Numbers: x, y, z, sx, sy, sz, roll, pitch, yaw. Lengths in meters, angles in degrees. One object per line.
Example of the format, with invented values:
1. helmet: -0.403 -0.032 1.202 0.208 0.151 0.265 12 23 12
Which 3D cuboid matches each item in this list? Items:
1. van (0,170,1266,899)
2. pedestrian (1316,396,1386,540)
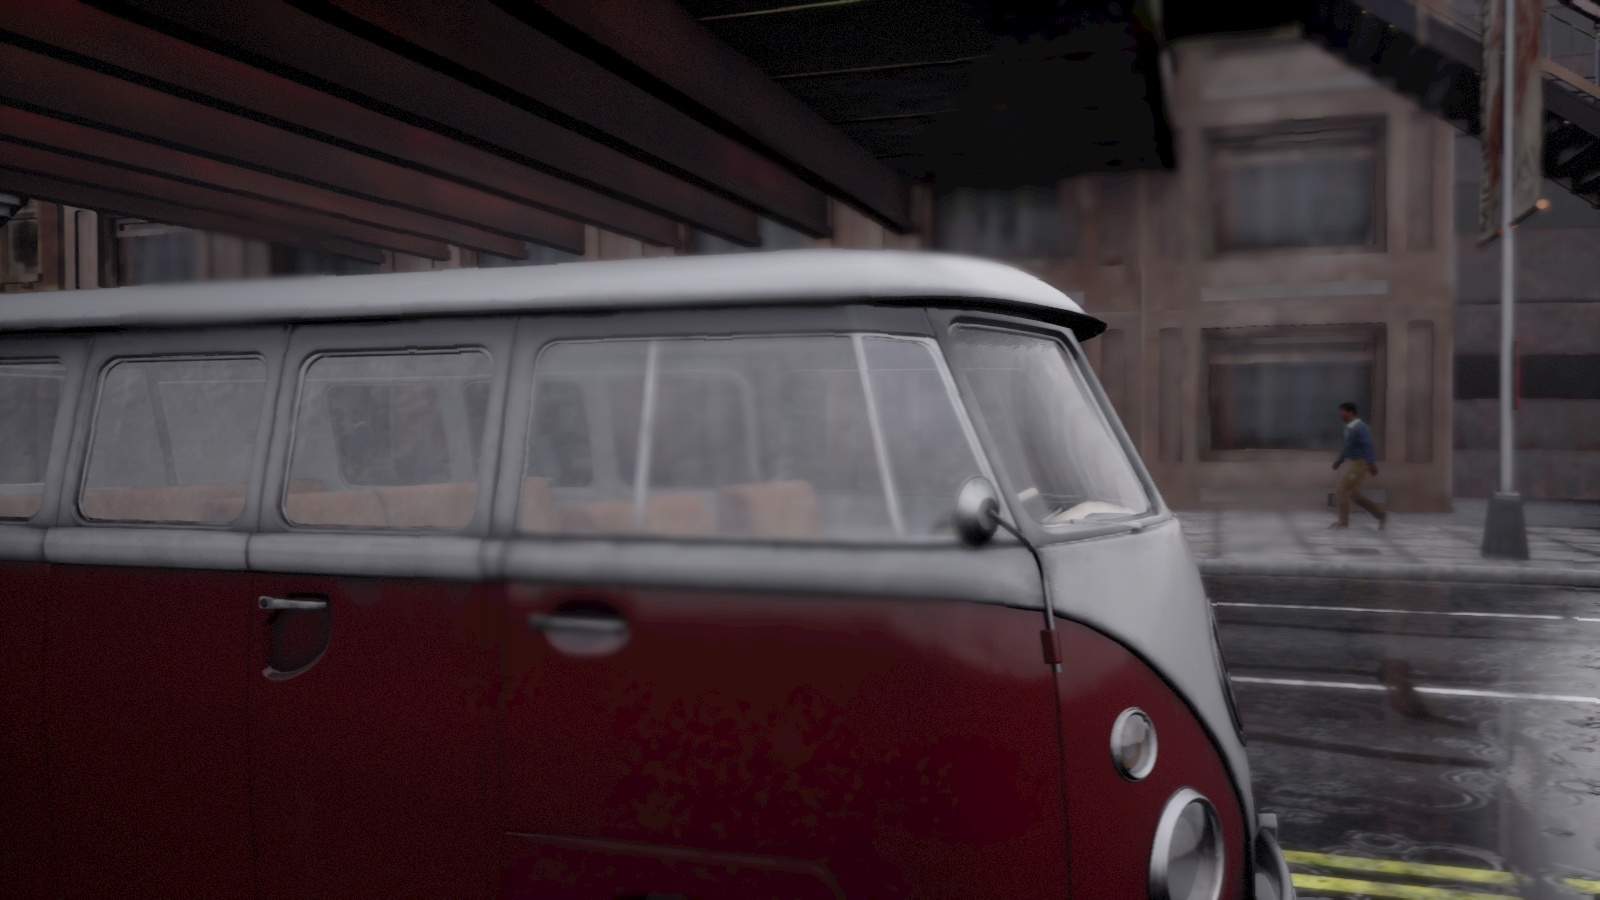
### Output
1. van: -1.084 0.517 3.563 4.442 1.987 1.775 1 1 19
2. pedestrian: 7.577 0.236 17.287 0.788 1.949 0.423 1 1 14
